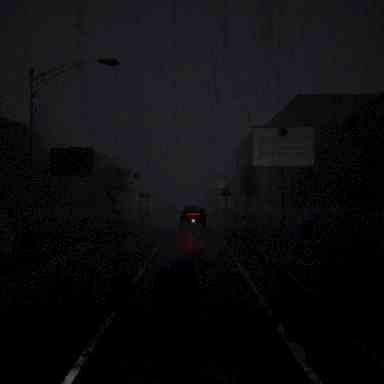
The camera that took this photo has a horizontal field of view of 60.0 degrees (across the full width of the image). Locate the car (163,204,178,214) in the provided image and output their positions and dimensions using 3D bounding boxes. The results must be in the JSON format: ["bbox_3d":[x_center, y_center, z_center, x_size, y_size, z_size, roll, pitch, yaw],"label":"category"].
[{"bbox_3d":[-3.063,2.461,48.243,1.812,1.442,4.674,0,-2,0],"label":"car"}]

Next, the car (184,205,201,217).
[{"bbox_3d":[0.041,2.324,42.099,2.033,1.411,5.357,0,-1,0],"label":"car"}]

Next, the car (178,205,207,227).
[{"bbox_3d":[0.097,1.846,25.440,1.837,1.490,4.892,0,-3,0],"label":"car"}]
